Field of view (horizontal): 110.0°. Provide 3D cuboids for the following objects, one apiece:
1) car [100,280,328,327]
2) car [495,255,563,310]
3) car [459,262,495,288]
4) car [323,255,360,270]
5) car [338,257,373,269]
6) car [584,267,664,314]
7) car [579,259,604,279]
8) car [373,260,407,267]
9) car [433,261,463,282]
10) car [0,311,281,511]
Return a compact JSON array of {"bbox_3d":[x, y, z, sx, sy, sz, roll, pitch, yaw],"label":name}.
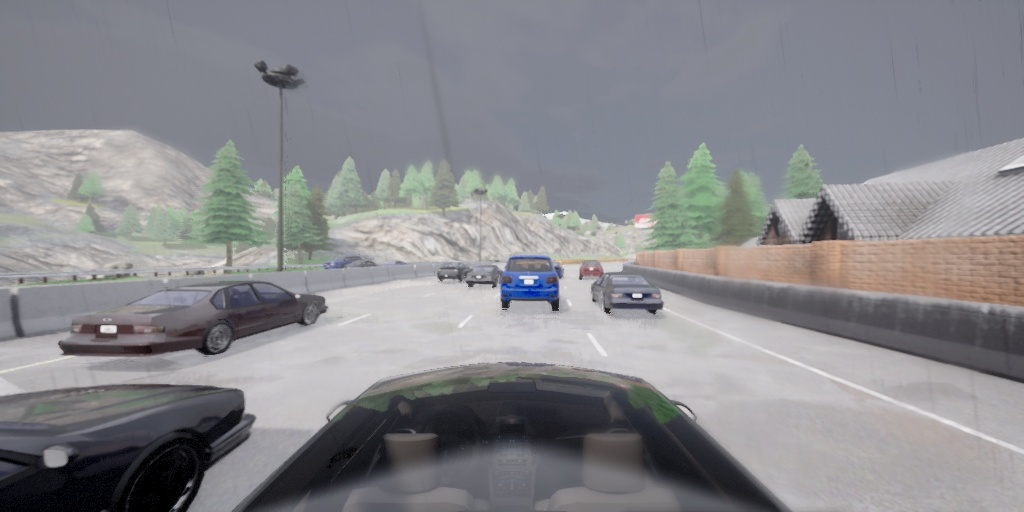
[{"bbox_3d":[-6.670,1.282,8.548,2.033,1.411,5.357,0,0,3],"label":"car"},{"bbox_3d":[0.820,0.979,14.920,2.150,2.045,5.566,0,0,5],"label":"car"},{"bbox_3d":[-1.605,1.301,23.865,2.033,1.411,5.357,0,0,9],"label":"car"},{"bbox_3d":[-21.906,0.928,46.766,2.150,2.045,5.566,0,0,16],"label":"car"},{"bbox_3d":[-18.814,1.218,44.677,1.837,1.490,4.892,0,0,15],"label":"car"},{"bbox_3d":[4.223,1.314,13.939,2.033,1.411,5.357,0,0,5],"label":"car"},{"bbox_3d":[7.250,1.134,32.719,2.097,1.767,4.553,0,0,12],"label":"car"},{"bbox_3d":[-15.022,1.251,45.383,1.812,1.442,4.674,0,0,16],"label":"car"},{"bbox_3d":[-4.341,1.240,28.383,2.128,1.511,4.902,0,0,10],"label":"car"},{"bbox_3d":[-3.377,1.287,0.919,2.033,1.411,5.357,0,0,0],"label":"car"}]
